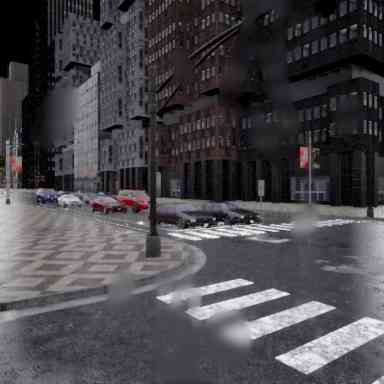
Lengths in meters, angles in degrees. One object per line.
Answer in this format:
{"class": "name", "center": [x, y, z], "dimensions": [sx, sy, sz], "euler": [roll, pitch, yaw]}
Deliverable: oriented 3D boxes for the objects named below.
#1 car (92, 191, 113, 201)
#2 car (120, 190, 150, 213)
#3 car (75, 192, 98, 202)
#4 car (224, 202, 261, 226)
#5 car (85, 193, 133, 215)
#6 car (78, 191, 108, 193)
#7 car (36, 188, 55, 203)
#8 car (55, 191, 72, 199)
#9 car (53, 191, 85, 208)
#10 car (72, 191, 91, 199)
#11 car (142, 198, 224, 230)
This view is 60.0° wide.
{"class": "car", "center": [-15.422, 0.693, 57.109], "dimensions": [1.882, 1.535, 5.008], "euler": [0, 1, -36]}
{"class": "car", "center": [-5.265, 0.838, 31.719], "dimensions": [2.150, 2.045, 5.566], "euler": [0, 1, -36]}
{"class": "car", "center": [-17.242, 0.789, 54.092], "dimensions": [2.033, 1.411, 5.357], "euler": [0, 1, -35]}
{"class": "car", "center": [1.967, 1.338, 21.759], "dimensions": [2.033, 1.411, 5.357], "euler": [0, 1, -36]}
{"class": "car", "center": [-7.381, 1.111, 29.100], "dimensions": [1.882, 1.535, 5.008], "euler": [0, 1, -36]}
{"class": "car", "center": [-11.877, 0.944, 40.841], "dimensions": [2.128, 1.511, 4.902], "euler": [0, 1, -36]}
{"class": "car", "center": [-20.676, 0.521, 47.508], "dimensions": [2.150, 2.045, 5.566], "euler": [0, 1, -36]}
{"class": "car", "center": [-25.132, 0.509, 64.948], "dimensions": [1.882, 1.535, 5.008], "euler": [0, 1, -36]}
{"class": "car", "center": [-14.297, 0.989, 38.618], "dimensions": [1.812, 1.442, 4.674], "euler": [0, 1, -36]}
{"class": "car", "center": [-21.985, 0.531, 66.145], "dimensions": [2.128, 1.511, 4.902], "euler": [0, 1, -36]}
{"class": "car", "center": [-0.743, 1.341, 19.829], "dimensions": [2.033, 1.411, 5.357], "euler": [0, 1, -34]}
